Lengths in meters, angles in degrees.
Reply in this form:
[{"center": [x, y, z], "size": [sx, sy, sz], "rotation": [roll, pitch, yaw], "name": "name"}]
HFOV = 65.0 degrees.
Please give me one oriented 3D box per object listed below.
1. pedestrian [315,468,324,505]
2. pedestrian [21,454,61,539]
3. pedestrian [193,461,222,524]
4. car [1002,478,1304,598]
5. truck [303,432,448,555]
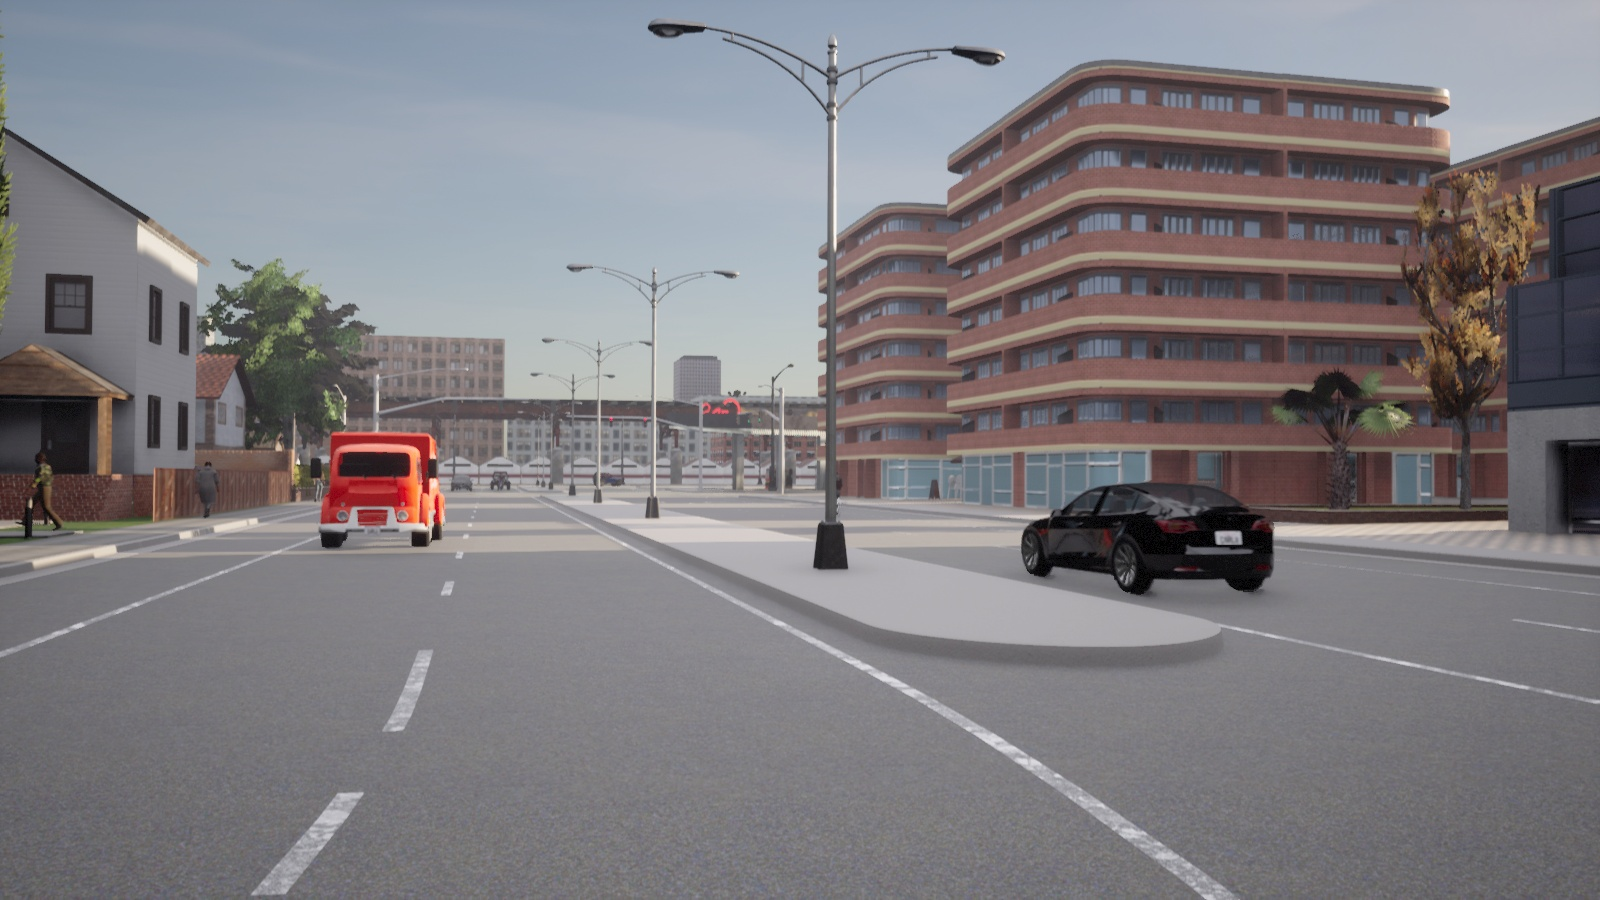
[{"center": [-23.859, 1.801, 62.344], "size": [0.345, 1.836, 0.594], "rotation": [0, -1, -14], "name": "pedestrian"}, {"center": [-17.562, 1.068, 29.065], "size": [0.692, 1.930, 0.395], "rotation": [0, -1, -17], "name": "pedestrian"}, {"center": [-18.697, 1.332, 39.637], "size": [0.659, 1.952, 0.873], "rotation": [0, -1, -13], "name": "pedestrian"}, {"center": [4.934, 1.166, 18.437], "size": [2.163, 1.488, 4.792], "rotation": [0, -1, -14], "name": "car"}, {"center": [-9.266, 0.921, 27.893], "size": [2.627, 2.467, 5.204], "rotation": [0, -1, -14], "name": "truck"}]
